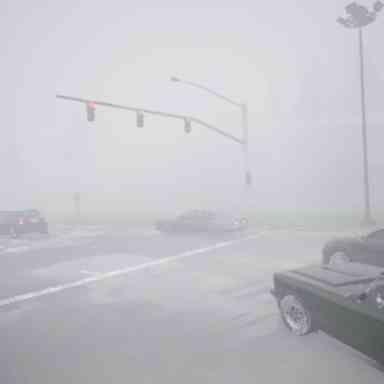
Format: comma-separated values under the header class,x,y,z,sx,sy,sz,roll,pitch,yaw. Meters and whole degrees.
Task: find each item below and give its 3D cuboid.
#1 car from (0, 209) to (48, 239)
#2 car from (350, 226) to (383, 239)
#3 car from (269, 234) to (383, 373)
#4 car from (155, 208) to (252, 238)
class,x,y,z,sx,sy,sz,roll,pitch,yaw
car,-11.276,1.880,21.005,4.553,1.767,2.097,-2,0,30
car,5.121,1.342,7.376,1.837,1.490,4.892,-1,-1,-25
car,2.903,1.508,3.980,1.895,1.301,4.718,-2,0,-19
car,0.519,1.610,18.058,5.357,1.411,2.033,-2,0,34
